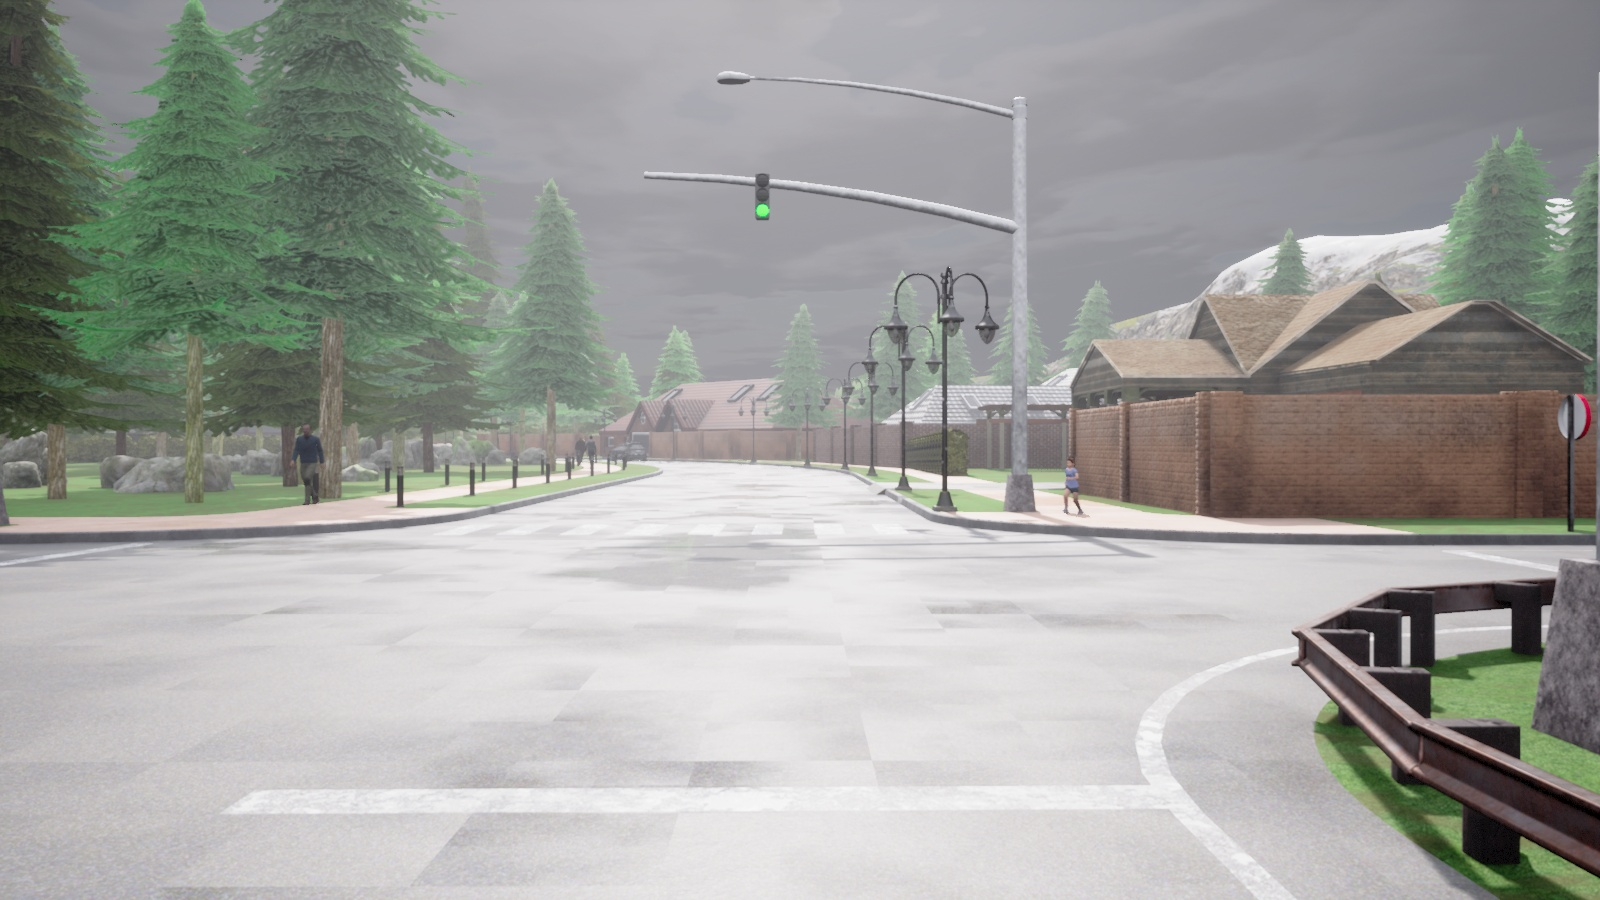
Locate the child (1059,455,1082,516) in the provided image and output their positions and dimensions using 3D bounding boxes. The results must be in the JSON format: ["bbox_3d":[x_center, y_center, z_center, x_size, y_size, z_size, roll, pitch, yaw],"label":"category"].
[{"bbox_3d":[5.016,0.654,23.254,0.255,1.110,0.394,0,0,42],"label":"child"}]

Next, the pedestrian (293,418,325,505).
[{"bbox_3d":[-10.506,0.234,26.860,0.402,1.842,0.726,0,0,0],"label":"pedestrian"}]

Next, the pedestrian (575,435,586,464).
[{"bbox_3d":[-14.036,-0.027,80.329,0.634,1.844,0.899,0,0,-16],"label":"pedestrian"}]

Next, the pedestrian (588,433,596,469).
[{"bbox_3d":[-11.260,0.035,67.848,0.423,1.949,0.788,0,0,-9],"label":"pedestrian"}]
